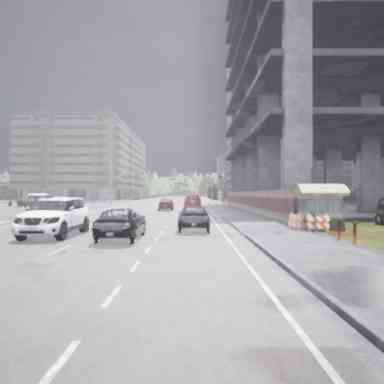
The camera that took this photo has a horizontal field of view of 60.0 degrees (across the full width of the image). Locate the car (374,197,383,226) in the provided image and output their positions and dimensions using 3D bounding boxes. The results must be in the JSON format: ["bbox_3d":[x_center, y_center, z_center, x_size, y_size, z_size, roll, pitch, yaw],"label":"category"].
[{"bbox_3d":[13.092,1.251,20.728,1.905,1.878,3.866,0,0,0],"label":"car"}]

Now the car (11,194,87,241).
[{"bbox_3d":[-7.068,1.286,17.349,2.150,2.045,5.566,0,0,0],"label":"car"}]

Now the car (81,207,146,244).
[{"bbox_3d":[-3.393,1.552,16.175,2.128,1.511,4.902,0,0,0],"label":"car"}]

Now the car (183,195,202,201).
[{"bbox_3d":[0.087,1.383,42.738,2.150,2.045,5.566,0,0,0],"label":"car"}]

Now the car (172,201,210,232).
[{"bbox_3d":[0.111,1.569,20.472,2.128,1.511,4.902,0,0,0],"label":"car"}]

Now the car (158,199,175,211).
[{"bbox_3d":[-3.374,1.643,44.240,1.882,1.535,5.008,0,0,0],"label":"car"}]
